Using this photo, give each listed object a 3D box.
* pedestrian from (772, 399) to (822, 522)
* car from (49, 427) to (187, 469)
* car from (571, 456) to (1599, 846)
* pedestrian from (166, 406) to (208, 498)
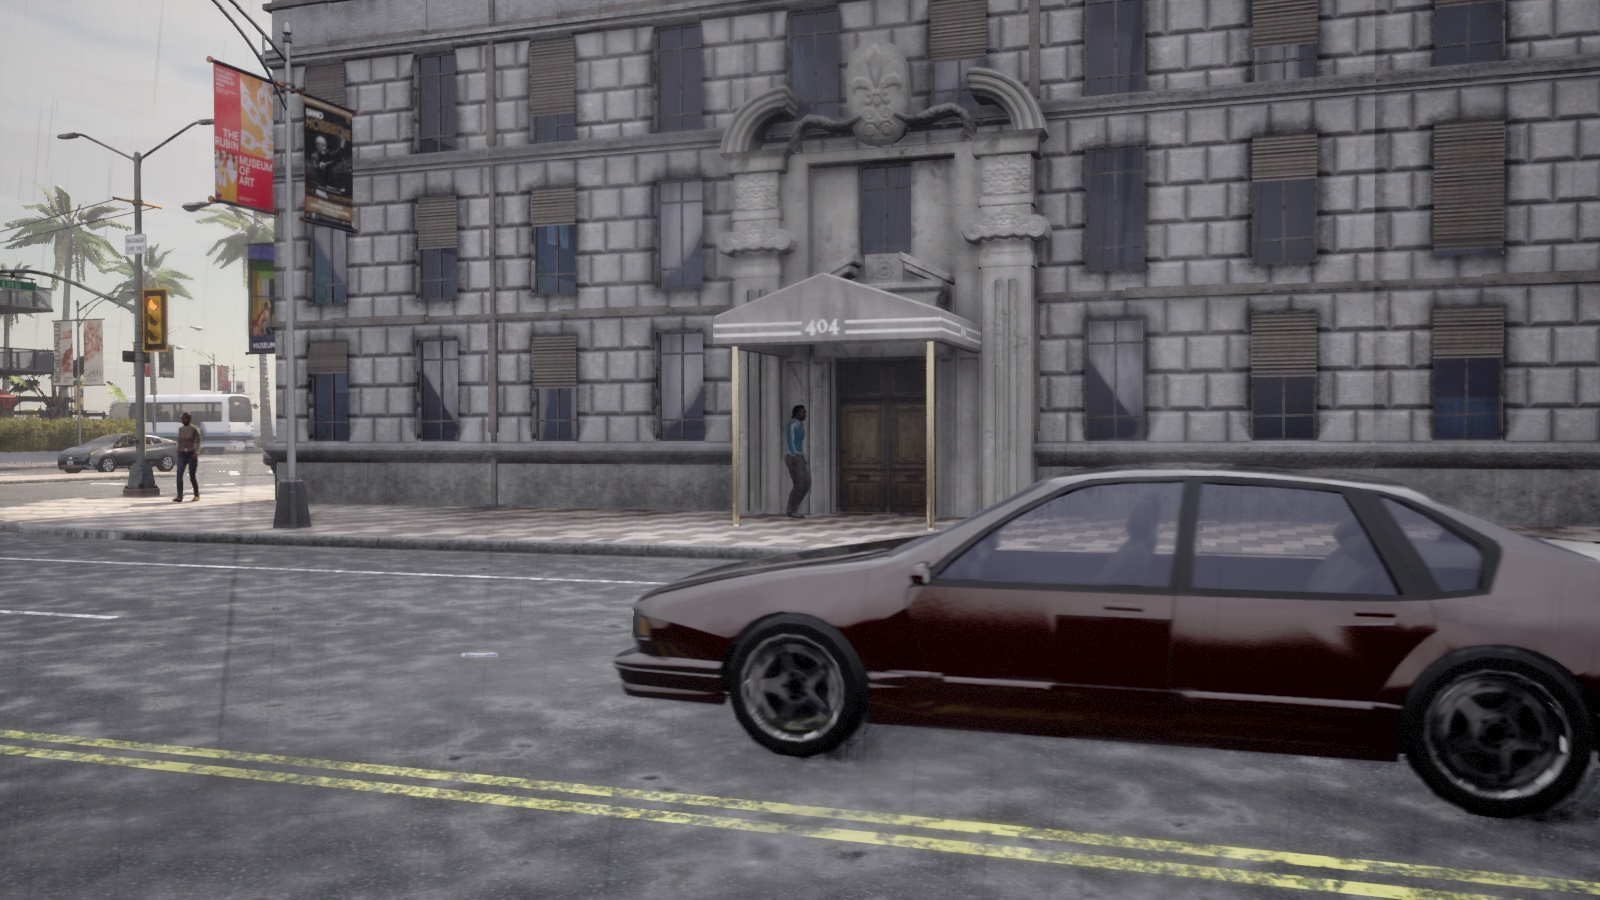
[{"bbox_3d":[-0.051,0.163,19.984,0.692,1.930,0.396,1,1,22],"label":"pedestrian"},{"bbox_3d":[-26.233,-0.102,48.491,2.007,1.525,4.514,1,1,19],"label":"car"},{"bbox_3d":[1.730,0.780,6.307,5.357,1.411,2.033,1,1,19],"label":"car"},{"bbox_3d":[-12.286,0.034,25.188,0.328,1.805,0.869,0,1,7],"label":"pedestrian"}]
